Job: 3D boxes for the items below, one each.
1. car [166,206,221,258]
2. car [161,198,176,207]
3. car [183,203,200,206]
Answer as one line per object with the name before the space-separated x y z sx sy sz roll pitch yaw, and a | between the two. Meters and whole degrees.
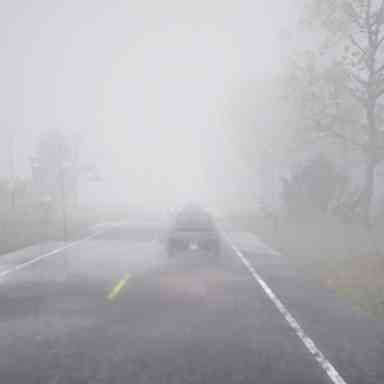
car | 0.068 1.526 12.938 2.128 1.511 4.902 0 0 0
car | -3.579 1.659 51.616 1.994 1.385 4.181 0 0 0
car | 0.071 1.633 28.557 1.994 1.385 4.181 0 0 0
